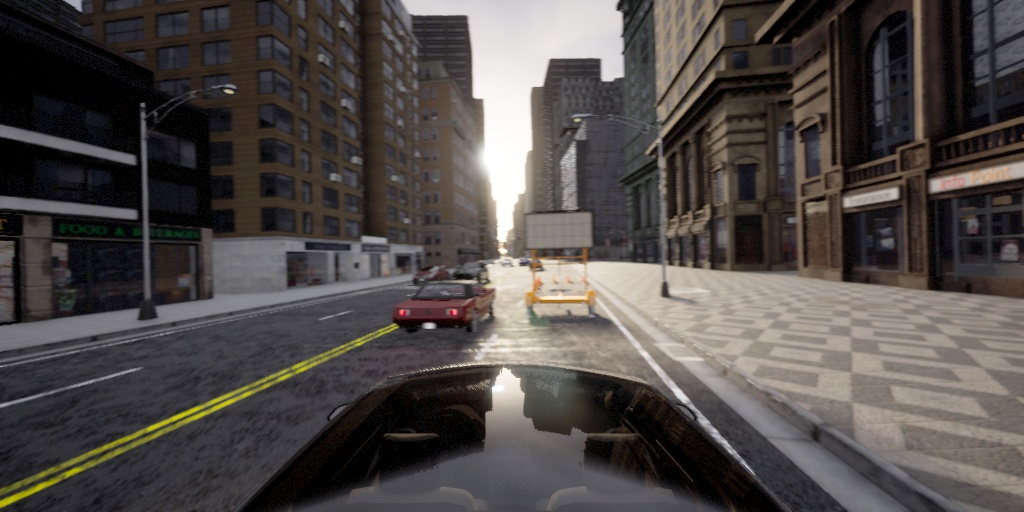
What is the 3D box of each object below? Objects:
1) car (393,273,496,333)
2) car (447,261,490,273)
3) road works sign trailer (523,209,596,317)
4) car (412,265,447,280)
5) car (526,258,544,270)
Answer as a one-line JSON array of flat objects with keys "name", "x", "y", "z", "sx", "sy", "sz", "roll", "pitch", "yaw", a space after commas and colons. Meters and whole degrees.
[{"name": "car", "x": -1.722, "y": 1.393, "z": 10.901, "sx": 1.895, "sy": 1.301, "sz": 4.718, "roll": -1, "pitch": 0, "yaw": 7}, {"name": "car", "x": -3.064, "y": 1.175, "z": 27.310, "sx": 2.097, "sy": 1.767, "sz": 4.553, "roll": -1, "pitch": 0, "yaw": 7}, {"name": "road works sign trailer", "x": 1.738, "y": 0.167, "z": 12.843, "sx": 2.380, "sy": 3.560, "sz": 2.880, "roll": 0, "pitch": 0, "yaw": 8}, {"name": "car", "x": -6.216, "y": 1.431, "z": 28.228, "sx": 1.812, "sy": 1.442, "sz": 4.674, "roll": -1, "pitch": 0, "yaw": 8}, {"name": "car", "x": 3.483, "y": 1.175, "z": 50.872, "sx": 1.812, "sy": 1.442, "sz": 4.674, "roll": -1, "pitch": 0, "yaw": 7}]
